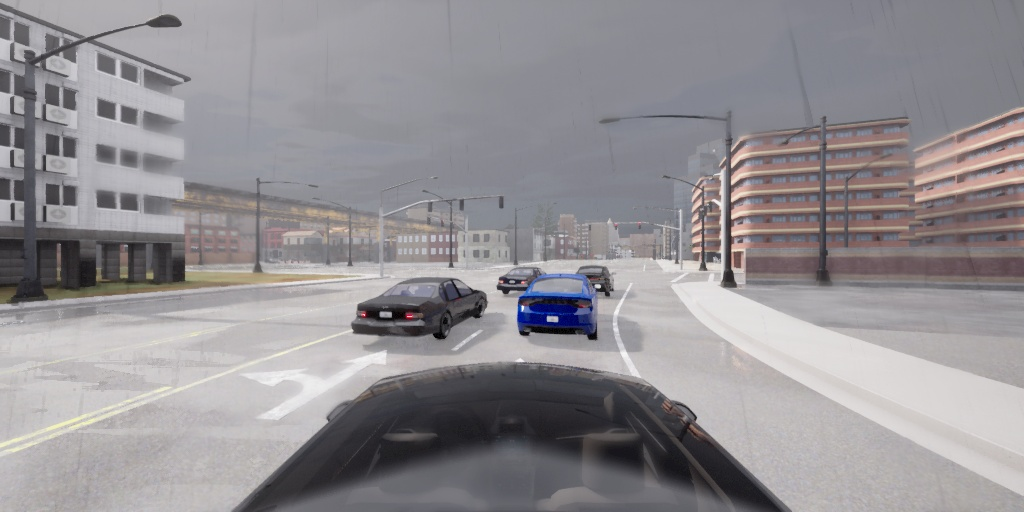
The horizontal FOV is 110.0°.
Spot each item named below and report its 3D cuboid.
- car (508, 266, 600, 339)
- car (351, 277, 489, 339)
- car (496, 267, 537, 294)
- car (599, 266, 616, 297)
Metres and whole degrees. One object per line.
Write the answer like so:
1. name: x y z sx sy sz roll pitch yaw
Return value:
1. car: 1.473 1.228 10.232 1.882 1.535 5.008 0 0 14
2. car: -2.188 1.297 10.115 2.033 1.411 5.357 0 0 12
3. car: 0.875 1.297 19.709 2.033 1.411 5.357 0 0 20
4. car: 4.392 1.255 19.157 1.837 1.490 4.892 0 0 19
